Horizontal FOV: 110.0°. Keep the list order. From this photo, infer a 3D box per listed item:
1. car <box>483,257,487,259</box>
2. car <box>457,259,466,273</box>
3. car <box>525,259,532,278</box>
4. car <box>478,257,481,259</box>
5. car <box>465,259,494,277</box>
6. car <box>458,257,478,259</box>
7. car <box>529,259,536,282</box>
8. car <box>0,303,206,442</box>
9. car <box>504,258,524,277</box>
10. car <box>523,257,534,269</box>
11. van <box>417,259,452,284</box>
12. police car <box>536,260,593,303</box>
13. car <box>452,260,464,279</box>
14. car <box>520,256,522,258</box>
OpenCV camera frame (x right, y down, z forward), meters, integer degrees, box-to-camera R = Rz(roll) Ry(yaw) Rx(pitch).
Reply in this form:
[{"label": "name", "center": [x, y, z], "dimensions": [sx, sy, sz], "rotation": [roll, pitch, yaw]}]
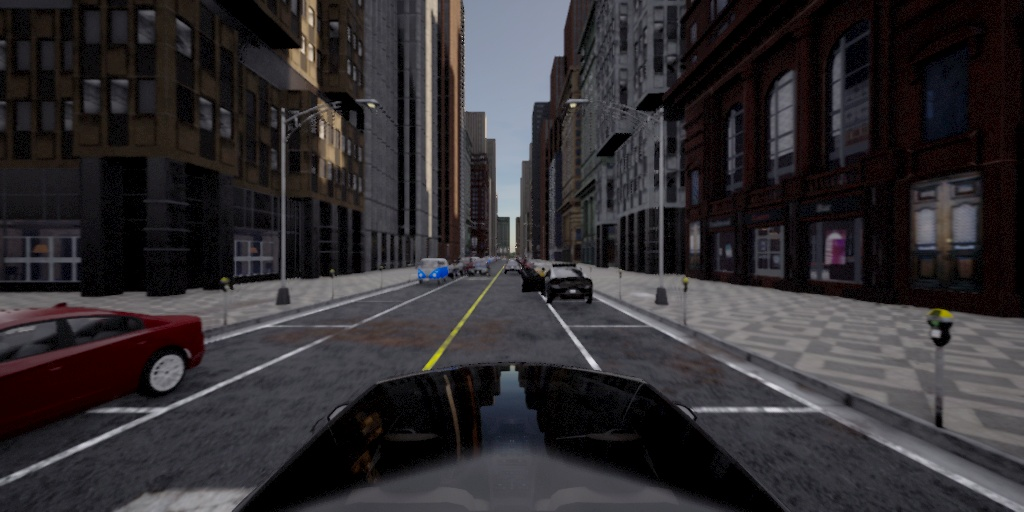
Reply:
[{"label": "car", "center": [-5.752, 1.139, 60.210], "dimensions": [1.967, 1.591, 4.097], "rotation": [0, 0, 0]}, {"label": "car", "center": [-5.756, 1.284, 37.663], "dimensions": [1.948, 1.339, 4.313], "rotation": [0, 0, 0]}, {"label": "car", "center": [2.769, 1.268, 37.673], "dimensions": [2.007, 1.370, 4.403], "rotation": [0, 0, 0]}, {"label": "car", "center": [-5.754, 1.253, 48.937], "dimensions": [1.888, 1.381, 4.507], "rotation": [0, 0, 0]}, {"label": "car", "center": [-3.086, 1.284, 34.687], "dimensions": [1.994, 1.385, 4.181], "rotation": [0, 0, 0]}, {"label": "car", "center": [-5.755, 1.028, 43.300], "dimensions": [2.192, 1.841, 5.009], "rotation": [0, 0, 0]}, {"label": "car", "center": [2.768, 1.247, 32.206], "dimensions": [1.751, 1.417, 4.829], "rotation": [0, 0, 0]}, {"label": "car", "center": [-5.762, 1.293, 3.843], "dimensions": [1.888, 1.381, 4.507], "rotation": [0, 0, 0]}, {"label": "car", "center": [0.065, 1.262, 41.055], "dimensions": [2.033, 1.411, 5.357], "rotation": [0, 0, 0]}, {"label": "car", "center": [2.771, 1.147, 48.945], "dimensions": [1.967, 1.591, 4.097], "rotation": [0, 0, 0]}, {"label": "van", "center": [-5.758, 1.068, 26.390], "dimensions": [1.690, 1.789, 3.998], "rotation": [0, 0, 0]}, {"label": "police car", "center": [2.369, 1.161, 16.551], "dimensions": [1.930, 1.638, 5.238], "rotation": [0, 0, 0]}, {"label": "car", "center": [-5.757, 1.288, 32.027], "dimensions": [1.948, 1.339, 4.313], "rotation": [0, 0, 0]}, {"label": "car", "center": [2.773, 1.013, 60.218], "dimensions": [2.192, 1.841, 5.009], "rotation": [0, 0, 0]}]
